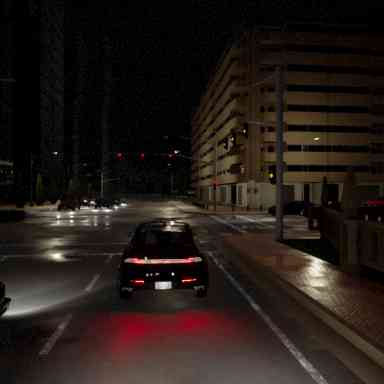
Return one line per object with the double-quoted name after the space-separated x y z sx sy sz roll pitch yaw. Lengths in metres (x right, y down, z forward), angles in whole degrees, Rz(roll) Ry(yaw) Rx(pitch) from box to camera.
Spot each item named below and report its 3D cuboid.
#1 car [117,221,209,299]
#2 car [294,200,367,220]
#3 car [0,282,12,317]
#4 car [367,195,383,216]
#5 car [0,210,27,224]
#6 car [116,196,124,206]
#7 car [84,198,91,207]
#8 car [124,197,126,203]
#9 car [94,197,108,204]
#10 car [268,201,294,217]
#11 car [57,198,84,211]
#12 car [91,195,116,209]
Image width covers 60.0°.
-0.711 1.492 8.491 2.128 1.511 4.902 0 0 -4 "car"
11.627 1.547 28.096 4.902 1.511 2.128 0 0 -6 "car"
-3.775 1.547 3.047 2.033 1.411 5.357 0 0 -4 "car"
19.554 1.277 32.527 5.566 2.045 2.150 0 0 -6 "car"
-14.318 1.609 23.494 4.718 1.301 1.895 0 0 -27 "car"
-12.787 1.352 53.785 2.097 1.767 4.553 0 0 -6 "car"
-15.896 1.547 49.949 2.033 1.411 5.357 0 0 -6 "car"
-13.929 1.601 64.789 1.895 1.301 4.718 0 0 -6 "car"
-17.341 1.601 63.744 1.895 1.301 4.718 0 0 -6 "car"
9.696 1.533 31.399 5.008 1.535 1.882 0 0 -7 "car"
-14.859 1.526 40.415 1.812 1.442 4.674 0 0 -6 "car"
-11.802 1.526 44.790 1.812 1.442 4.674 0 0 -5 "car"
